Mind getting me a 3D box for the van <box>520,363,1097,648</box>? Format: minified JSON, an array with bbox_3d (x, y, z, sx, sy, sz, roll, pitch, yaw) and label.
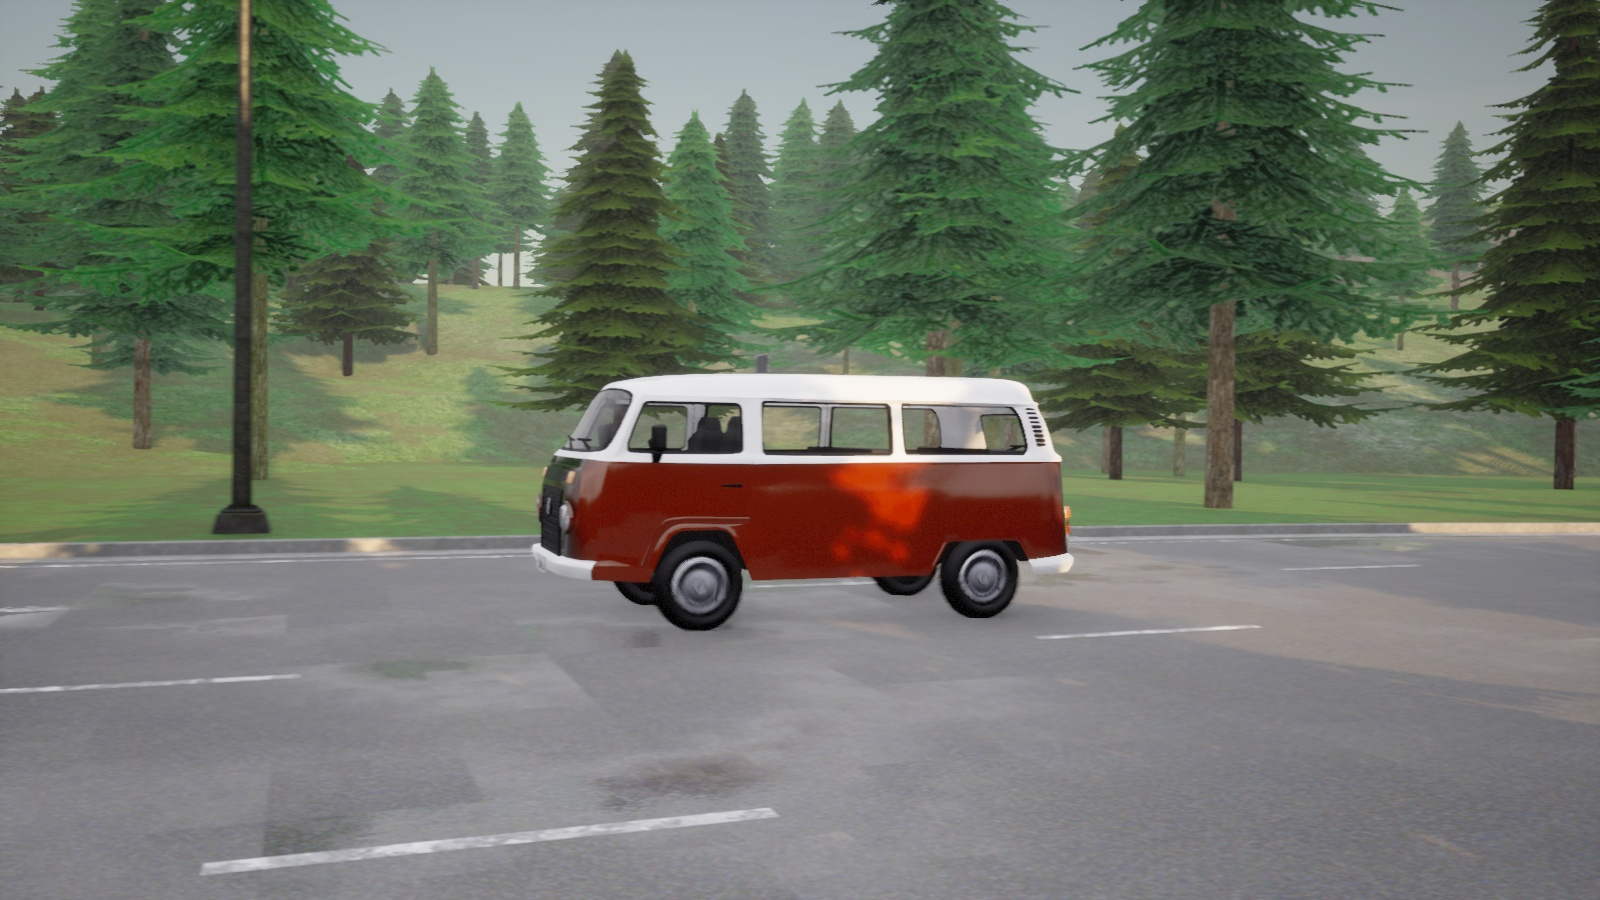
[{"bbox_3d":[0.036,0.362,10.736,4.480,2.038,2.069,-1,1,-21],"label":"van"}]
